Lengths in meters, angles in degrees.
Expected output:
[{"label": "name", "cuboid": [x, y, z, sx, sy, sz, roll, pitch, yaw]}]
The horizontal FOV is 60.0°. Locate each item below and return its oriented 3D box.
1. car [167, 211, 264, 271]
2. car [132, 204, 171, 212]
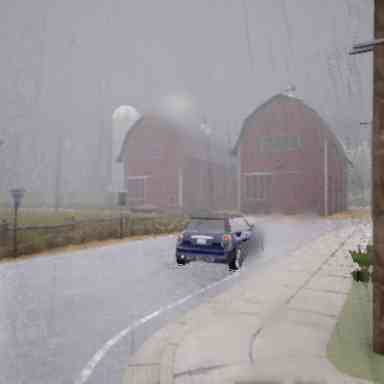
[{"label": "car", "cuboid": [1.183, 1.582, 12.193, 2.097, 1.767, 4.553, 0, -1, 25]}, {"label": "car", "cuboid": [-4.777, 2.177, 39.661, 5.008, 1.535, 1.882, 0, -1, 27]}]
